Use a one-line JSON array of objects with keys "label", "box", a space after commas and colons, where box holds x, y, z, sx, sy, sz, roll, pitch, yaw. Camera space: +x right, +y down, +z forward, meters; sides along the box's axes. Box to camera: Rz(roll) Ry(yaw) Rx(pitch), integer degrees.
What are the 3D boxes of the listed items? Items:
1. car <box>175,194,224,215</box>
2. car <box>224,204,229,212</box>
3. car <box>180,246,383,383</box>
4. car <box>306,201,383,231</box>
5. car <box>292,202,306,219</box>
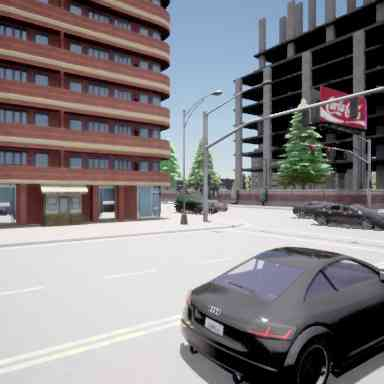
[{"label": "car", "box": [0.404, 1.223, 34.433, 2.150, 2.045, 5.566, 0, 0, -36]}, {"label": "car", "box": [2.156, 1.526, 37.974, 1.812, 1.442, 4.674, 0, 0, -36]}, {"label": "car", "box": [1.895, 1.564, 5.115, 4.181, 1.385, 1.994, 0, 0, -35]}, {"label": "car", "box": [10.068, 1.505, 21.082, 1.837, 1.490, 4.892, 0, 0, -36]}, {"label": "car", "box": [10.616, 1.492, 27.146, 2.128, 1.511, 4.902, 0, 0, -43]}]
